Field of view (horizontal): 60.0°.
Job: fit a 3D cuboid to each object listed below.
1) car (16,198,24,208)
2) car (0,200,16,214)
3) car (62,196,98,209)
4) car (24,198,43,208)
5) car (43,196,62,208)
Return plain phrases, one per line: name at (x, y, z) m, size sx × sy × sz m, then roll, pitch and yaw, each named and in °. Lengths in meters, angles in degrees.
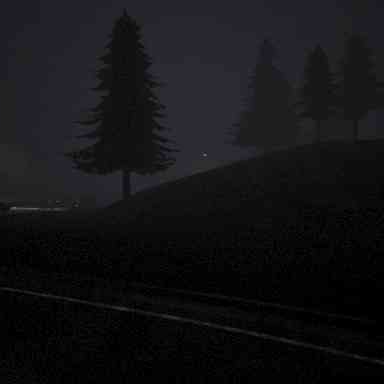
car at (-24.763, 1.544, 49.176) m, size 1.994 × 1.385 × 4.181 m, roll 0°, pitch 0°, yaw 22°
car at (-20.155, 1.511, 32.535) m, size 1.812 × 1.442 × 4.674 m, roll 0°, pitch 0°, yaw 22°
car at (-14.960, 1.336, 45.400) m, size 2.097 × 1.767 × 4.553 m, roll 0°, pitch 0°, yaw 22°
car at (-21.417, 1.546, 48.120) m, size 1.994 × 1.385 × 4.181 m, roll 0°, pitch 0°, yaw 21°
car at (-18.121, 1.335, 46.918) m, size 2.097 × 1.767 × 4.553 m, roll 0°, pitch 0°, yaw 22°
